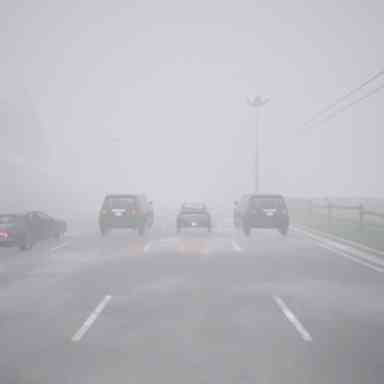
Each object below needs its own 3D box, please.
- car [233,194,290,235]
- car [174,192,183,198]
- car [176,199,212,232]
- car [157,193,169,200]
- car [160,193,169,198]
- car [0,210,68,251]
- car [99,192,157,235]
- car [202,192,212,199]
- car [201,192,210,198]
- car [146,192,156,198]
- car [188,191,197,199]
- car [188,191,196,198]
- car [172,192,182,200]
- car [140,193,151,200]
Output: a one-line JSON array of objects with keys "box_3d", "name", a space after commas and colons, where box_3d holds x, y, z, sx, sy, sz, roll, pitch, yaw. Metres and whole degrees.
[{"box_3d": [3.604, 1.095, 18.081, 2.150, 2.045, 5.566, 0, 0, 0], "name": "car"}, {"box_3d": [-3.483, 0.778, 85.573, 2.033, 1.411, 5.357, 0, 0, 0], "name": "car"}, {"box_3d": [0.104, 1.359, 18.962, 2.128, 1.511, 4.902, 0, 0, 0], "name": "car"}, {"box_3d": [-6.985, 1.008, 75.155, 2.033, 1.411, 5.357, 0, 0, 0], "name": "car"}, {"box_3d": [-6.983, 0.833, 85.604, 1.895, 1.301, 4.718, 0, 0, 0], "name": "car"}, {"box_3d": [-6.896, 1.452, 13.565, 2.033, 1.411, 5.357, 0, 0, 0], "name": "car"}, {"box_3d": [-3.396, 1.096, 18.029, 2.150, 2.045, 5.566, 0, 0, 0], "name": "car"}, {"box_3d": [3.515, 0.946, 75.153, 1.882, 1.535, 5.008, 0, 0, 0], "name": "car"}, {"box_3d": [3.517, 0.778, 85.572, 2.033, 1.411, 5.357, 0, 0, 0], "name": "car"}, {"box_3d": [-10.483, 0.778, 85.604, 2.033, 1.411, 5.357, 0, 0, 0], "name": "car"}, {"box_3d": [0.015, 0.946, 75.153, 1.882, 1.535, 5.008, 0, 0, 0], "name": "car"}, {"box_3d": [0.017, 0.593, 85.541, 2.097, 1.767, 4.553, 0, 0, 0], "name": "car"}, {"box_3d": [-3.485, 0.968, 75.154, 1.837, 1.490, 4.892, 0, 0, 0], "name": "car"}, {"box_3d": [-10.485, 0.947, 75.185, 1.882, 1.535, 5.008, 0, 0, 0], "name": "car"}]
